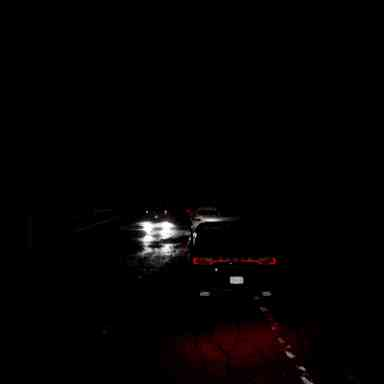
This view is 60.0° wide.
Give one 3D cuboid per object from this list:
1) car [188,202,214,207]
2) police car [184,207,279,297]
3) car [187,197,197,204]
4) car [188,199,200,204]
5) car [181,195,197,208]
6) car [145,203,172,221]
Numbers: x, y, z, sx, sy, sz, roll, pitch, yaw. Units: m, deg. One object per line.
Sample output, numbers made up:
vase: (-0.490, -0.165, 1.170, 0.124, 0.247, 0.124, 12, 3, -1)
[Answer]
car: (0.822, 1.528, 18.619, 1.812, 1.442, 4.674, 0, 0, 0)
police car: (0.824, 1.425, 8.729, 1.930, 1.638, 5.238, 0, 0, 0)
car: (-0.012, 1.663, 65.173, 1.895, 1.301, 4.718, 0, 0, 0)
car: (0.820, 1.510, 24.619, 1.837, 1.490, 4.892, 0, 0, 0)
car: (0.029, 1.518, 46.093, 2.128, 1.511, 4.902, 0, 0, 0)
car: (-2.755, 1.607, 27.822, 1.895, 1.301, 4.718, 0, 0, 0)
